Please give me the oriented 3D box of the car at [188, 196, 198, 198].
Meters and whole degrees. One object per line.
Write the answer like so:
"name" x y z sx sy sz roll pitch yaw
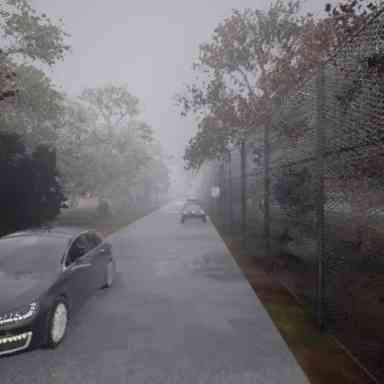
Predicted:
"car" 0.133 1.321 44.543 1.837 1.490 4.892 0 0 0

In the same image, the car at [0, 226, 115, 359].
"car" -2.796 1.480 6.282 1.837 1.490 4.892 0 0 1

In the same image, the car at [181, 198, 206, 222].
"car" 0.115 1.442 25.453 2.033 1.411 5.357 0 0 0
